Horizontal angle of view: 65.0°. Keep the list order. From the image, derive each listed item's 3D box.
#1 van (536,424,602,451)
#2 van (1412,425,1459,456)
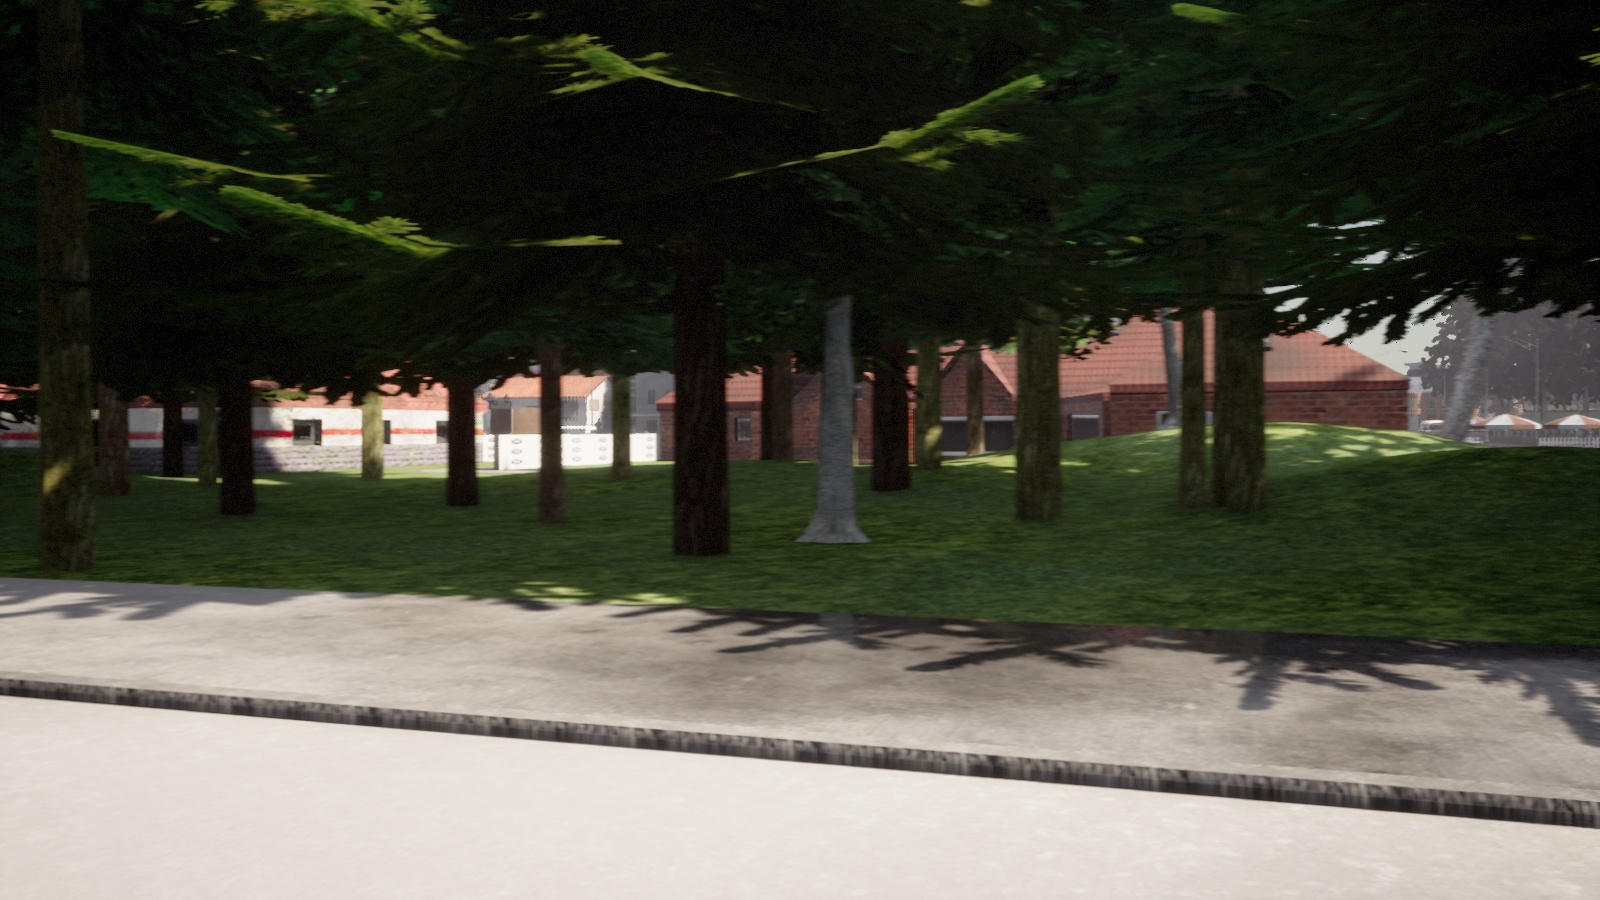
[{"bbox_3d":[-17.729,-0.959,96.374,4.480,2.038,2.069,0,1,19],"label":"van"},{"bbox_3d":[42.174,-0.654,83.430,2.069,2.038,4.480,0,1,17],"label":"van"}]
